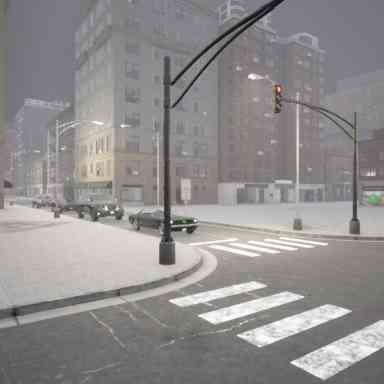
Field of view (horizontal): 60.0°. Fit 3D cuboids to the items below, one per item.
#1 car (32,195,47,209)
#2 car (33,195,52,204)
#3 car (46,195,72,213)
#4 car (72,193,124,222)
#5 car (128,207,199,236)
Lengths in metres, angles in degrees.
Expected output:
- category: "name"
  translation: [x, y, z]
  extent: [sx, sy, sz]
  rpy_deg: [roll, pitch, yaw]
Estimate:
- category: "car"
  translation: [-19.078, 1.140, 42.648]
  extent: [2.097, 1.767, 4.553]
  rpy_deg: [0, 0, -35]
- category: "car"
  translation: [-25.423, 1.270, 56.545]
  extent: [2.033, 1.411, 5.357]
  rpy_deg: [0, 0, -35]
- category: "car"
  translation: [-13.175, 1.311, 34.312]
  extent: [1.882, 1.535, 5.008]
  rpy_deg: [0, 0, -36]
- category: "car"
  translation: [-7.304, 1.102, 26.054]
  extent: [2.150, 2.045, 5.566]
  rpy_deg: [0, 0, -35]
- category: "car"
  translation: [-1.661, 1.527, 18.151]
  extent: [1.895, 1.301, 4.718]
  rpy_deg: [0, 0, -36]
